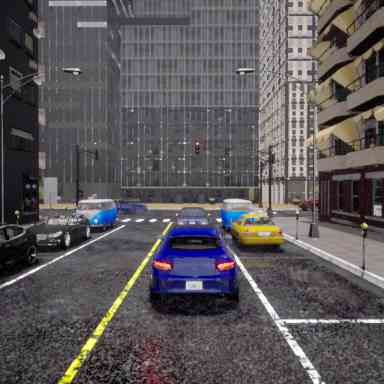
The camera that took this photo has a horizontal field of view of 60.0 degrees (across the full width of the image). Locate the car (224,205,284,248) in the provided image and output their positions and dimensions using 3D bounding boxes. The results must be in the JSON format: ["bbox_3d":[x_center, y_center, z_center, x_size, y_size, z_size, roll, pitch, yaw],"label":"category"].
[{"bbox_3d":[2.669,1.522,14.576,1.752,1.417,4.829,-1,0,0],"label":"car"}]

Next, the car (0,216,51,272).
[{"bbox_3d":[-5.707,1.564,8.826,1.947,1.339,4.313,-1,0,0],"label":"car"}]

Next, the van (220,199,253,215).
[{"bbox_3d":[2.662,1.337,20.008,1.690,1.788,3.998,-1,0,0],"label":"van"}]

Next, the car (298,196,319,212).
[{"bbox_3d":[15.208,1.337,39.348,5.009,1.841,2.192,0,1,0],"label":"car"}]

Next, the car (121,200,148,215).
[{"bbox_3d":[-6.810,1.514,33.669,4.674,1.442,1.812,0,1,0],"label":"car"}]

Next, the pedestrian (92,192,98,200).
[{"bbox_3d":[-12.425,0.885,42.427,0.375,1.860,0.375,0,1,0],"label":"pedestrian"}]

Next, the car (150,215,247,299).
[{"bbox_3d":[0.060,1.524,8.308,1.812,1.442,4.674,0,0,1],"label":"car"}]

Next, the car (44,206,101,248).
[{"bbox_3d":[-5.711,1.547,14.429,2.008,1.369,4.403,-1,0,0],"label":"car"}]

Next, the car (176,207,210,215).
[{"bbox_3d":[0.046,1.543,18.551,2.033,1.411,5.357,0,0,1],"label":"car"}]

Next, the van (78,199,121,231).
[{"bbox_3d":[-5.718,1.337,20.030,1.690,1.788,3.998,-1,0,0],"label":"van"}]
